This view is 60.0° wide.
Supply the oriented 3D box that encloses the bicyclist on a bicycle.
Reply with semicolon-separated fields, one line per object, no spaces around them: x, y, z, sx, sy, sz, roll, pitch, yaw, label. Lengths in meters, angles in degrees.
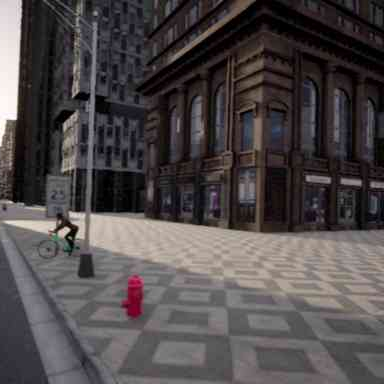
-4.569;1.552;11.834;1.656;1.620;0.582;2;-2;-32;bicyclist on a bicycle
